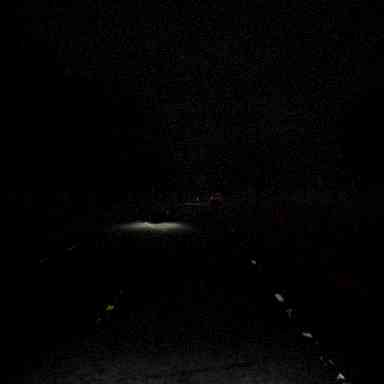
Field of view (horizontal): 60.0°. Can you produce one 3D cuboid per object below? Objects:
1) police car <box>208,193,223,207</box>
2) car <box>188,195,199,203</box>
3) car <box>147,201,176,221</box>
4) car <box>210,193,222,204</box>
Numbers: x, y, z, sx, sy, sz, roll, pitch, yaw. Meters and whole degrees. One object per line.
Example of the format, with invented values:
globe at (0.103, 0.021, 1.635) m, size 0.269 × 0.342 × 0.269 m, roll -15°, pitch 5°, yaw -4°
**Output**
police car at (3.930, 1.464, 53.714) m, size 1.930 × 1.638 × 5.238 m, roll 0°, pitch 0°, yaw 4°
car at (0.400, 1.360, 69.219) m, size 2.097 × 1.767 × 4.553 m, roll 0°, pitch 0°, yaw 4°
car at (-2.435, 1.520, 27.588) m, size 1.882 × 1.535 × 5.008 m, roll 0°, pitch 0°, yaw 4°
car at (4.612, 1.229, 63.619) m, size 2.150 × 2.045 × 5.566 m, roll 1°, pitch 0°, yaw 4°
